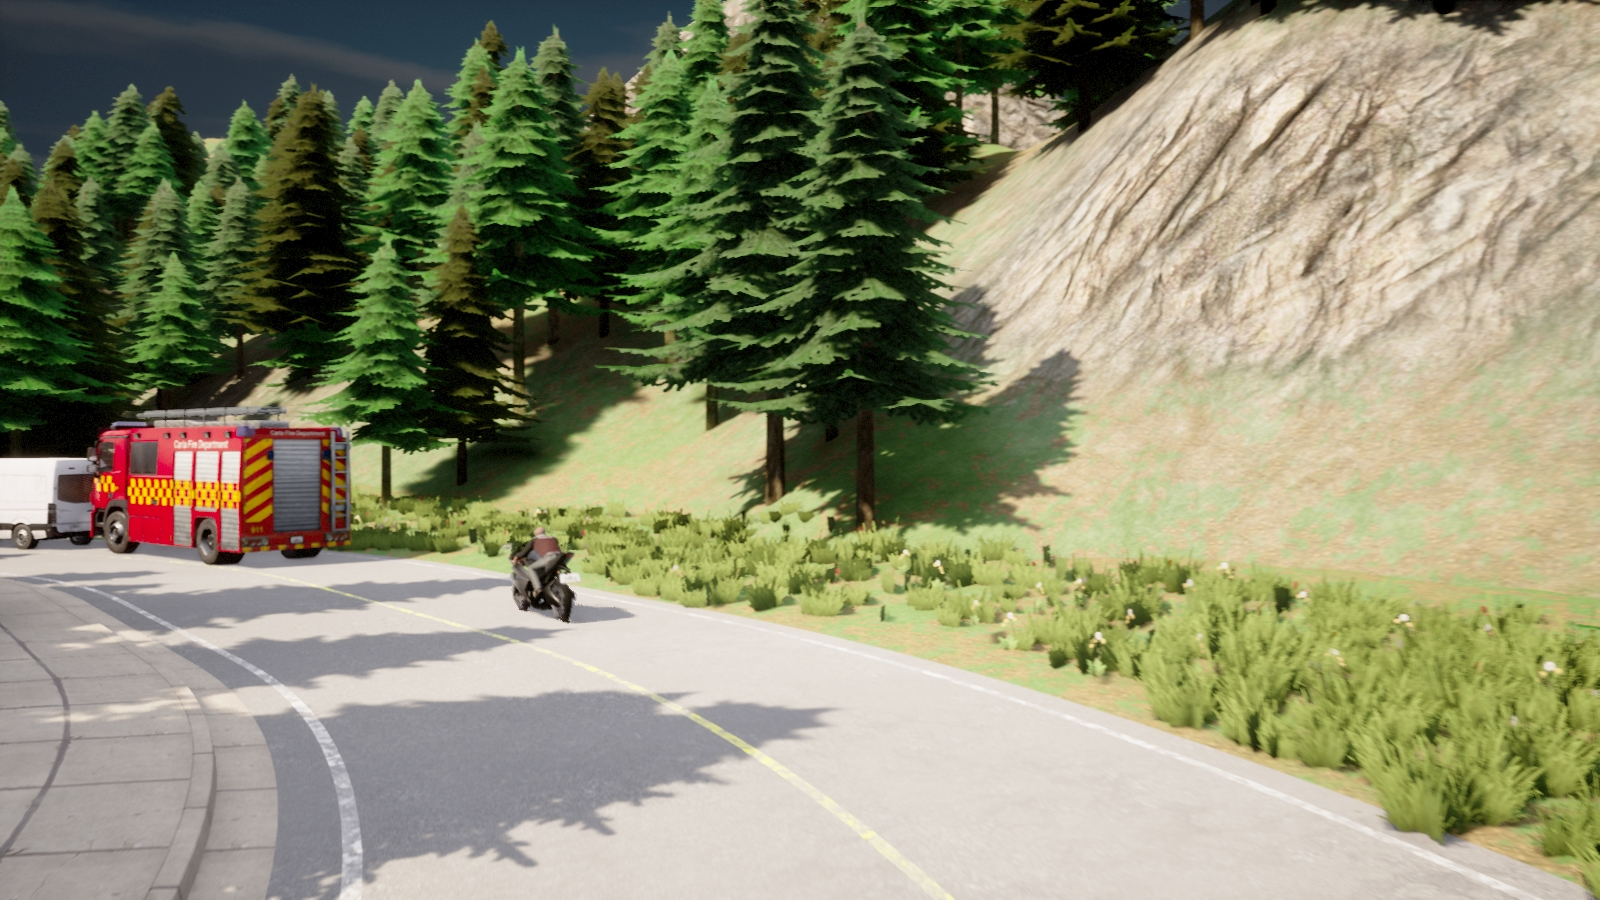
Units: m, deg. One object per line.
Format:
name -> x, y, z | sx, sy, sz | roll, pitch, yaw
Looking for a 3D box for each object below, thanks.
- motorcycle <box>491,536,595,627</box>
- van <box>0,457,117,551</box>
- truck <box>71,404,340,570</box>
motorcycle -> -4.345, 2.164, 19.195 | 0.867, 1.251, 2.209 | 0, 0, -37
van -> -23.033, 1.489, 33.308 | 5.915, 2.561, 1.988 | 0, 0, 19
truck -> -15.812, 0.845, 30.071 | 8.468, 3.827, 2.891 | 0, 0, 37
